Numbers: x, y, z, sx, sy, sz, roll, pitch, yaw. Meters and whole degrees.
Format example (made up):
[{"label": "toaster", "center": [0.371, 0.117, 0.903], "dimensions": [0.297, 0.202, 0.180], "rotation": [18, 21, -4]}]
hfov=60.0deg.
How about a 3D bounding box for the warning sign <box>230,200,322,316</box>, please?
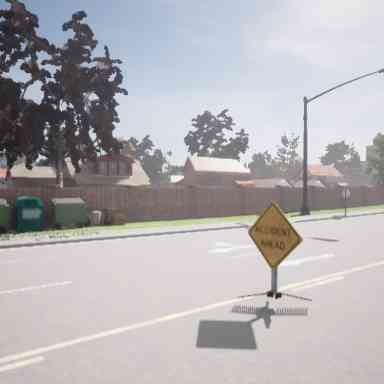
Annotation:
[{"label": "warning sign", "center": [1.552, 1.098, 6.266], "dimensions": [1.060, 1.860, 1.300], "rotation": [0, 0, -35]}]
